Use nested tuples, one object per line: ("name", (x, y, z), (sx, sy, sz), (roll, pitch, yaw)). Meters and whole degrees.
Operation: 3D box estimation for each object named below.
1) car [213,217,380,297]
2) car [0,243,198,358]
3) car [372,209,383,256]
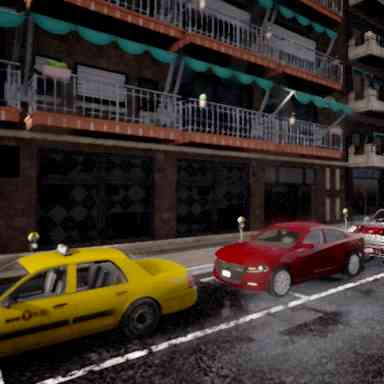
("car", (2.570, 1.460, 8.360), (4.507, 1.381, 1.887), (-1, 1, -35))
("car", (-2.185, 1.513, 4.986), (4.829, 1.417, 1.752), (-1, 1, -35))
("car", (7.187, 1.285, 11.636), (4.097, 1.590, 1.967), (-1, 1, -35))
